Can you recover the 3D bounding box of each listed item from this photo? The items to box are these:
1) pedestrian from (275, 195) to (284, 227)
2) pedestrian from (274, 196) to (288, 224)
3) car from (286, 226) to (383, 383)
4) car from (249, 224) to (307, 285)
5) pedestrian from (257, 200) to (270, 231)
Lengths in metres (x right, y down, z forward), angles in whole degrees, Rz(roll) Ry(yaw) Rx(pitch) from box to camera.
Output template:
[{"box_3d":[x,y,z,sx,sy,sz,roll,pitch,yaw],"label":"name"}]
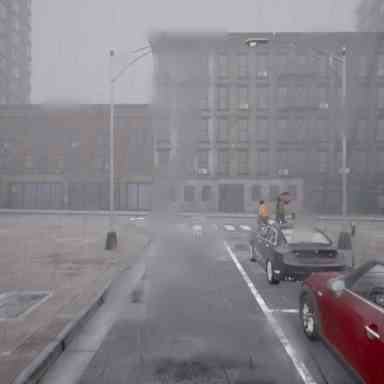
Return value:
[{"box_3d":[5.205,1.139,19.784,0.375,1.860,0.375,0,0,0],"label":"pedestrian"},{"box_3d":[5.138,1.143,19.184,0.375,1.860,0.375,0,0,0],"label":"pedestrian"},{"box_3d":[2.664,1.440,3.771,1.967,1.590,4.097,0,0,0],"label":"car"},{"box_3d":[2.693,1.551,9.274,2.008,1.369,4.403,0,0,0],"label":"car"},{"box_3d":[3.993,1.295,18.591,0.375,1.860,0.375,0,0,0],"label":"pedestrian"}]
